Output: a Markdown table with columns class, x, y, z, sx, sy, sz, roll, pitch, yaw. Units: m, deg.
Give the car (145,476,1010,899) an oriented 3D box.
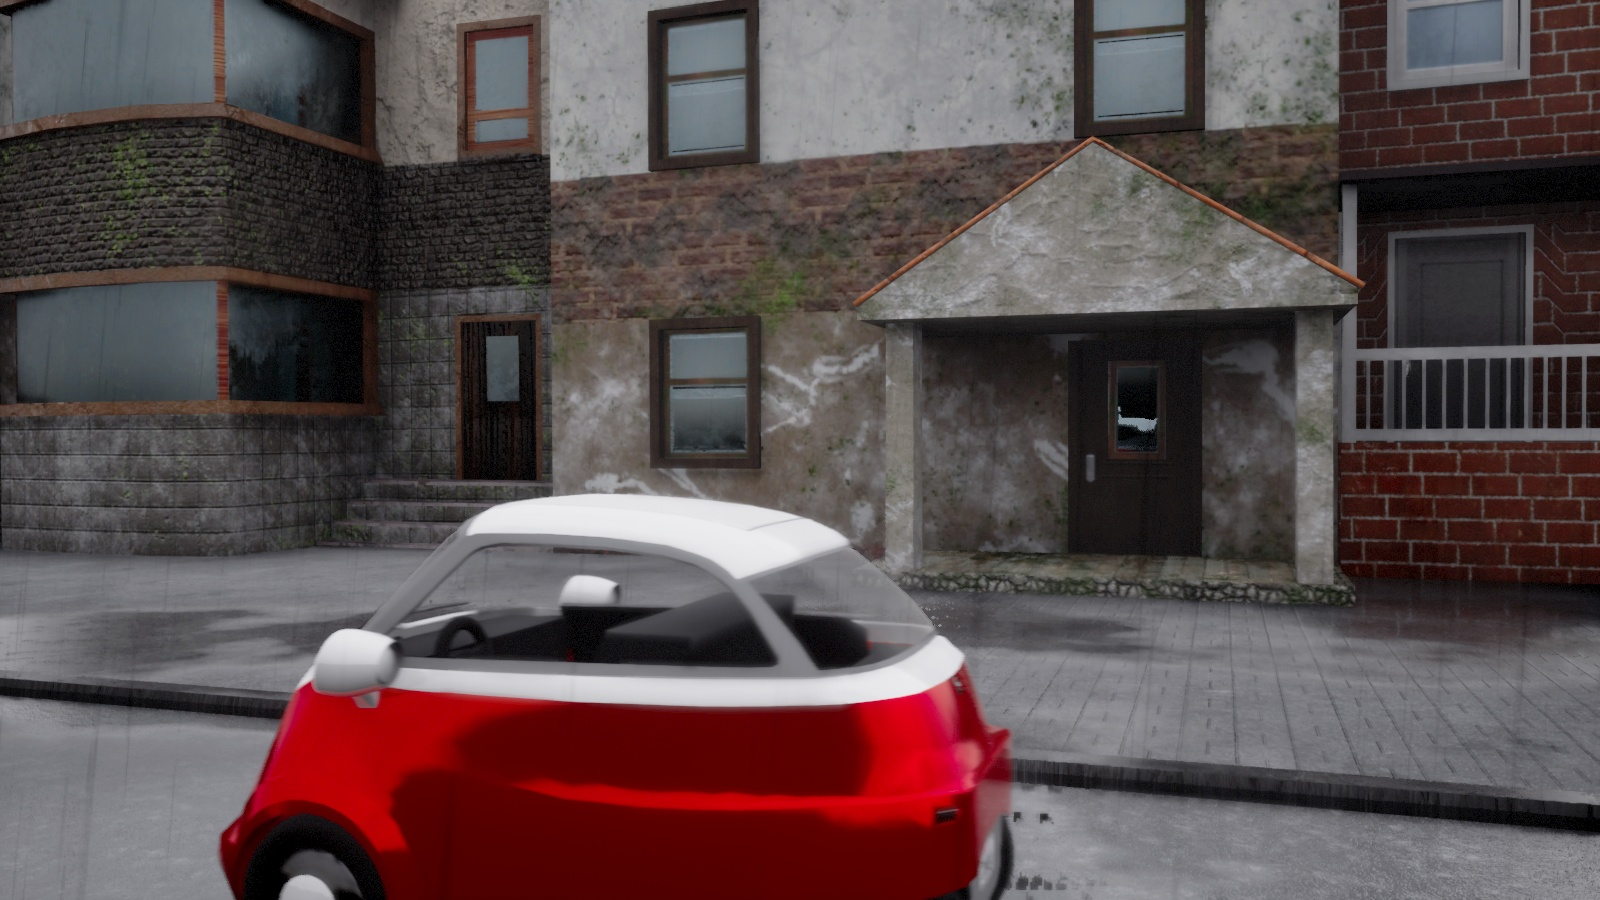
| class | x | y | z | sx | sy | sz | roll | pitch | yaw |
| --- | --- | --- | --- | --- | --- | --- | --- | --- | --- |
| car | -0.578 | 0.817 | 3.915 | 2.207 | 1.376 | 1.481 | 1 | 1 | 19 |
